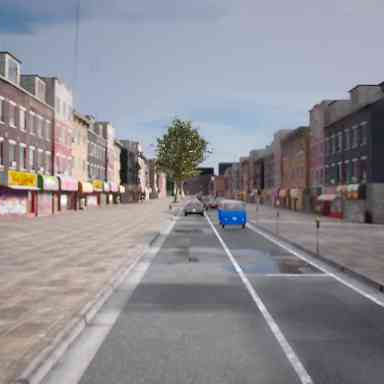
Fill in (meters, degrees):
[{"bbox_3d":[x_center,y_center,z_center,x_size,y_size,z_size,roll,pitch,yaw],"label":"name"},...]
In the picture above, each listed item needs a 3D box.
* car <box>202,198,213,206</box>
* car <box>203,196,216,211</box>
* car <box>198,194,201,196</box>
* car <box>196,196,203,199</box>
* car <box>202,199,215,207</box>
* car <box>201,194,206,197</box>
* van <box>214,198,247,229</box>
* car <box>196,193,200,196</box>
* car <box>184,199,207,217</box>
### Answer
[{"bbox_3d":[2.809,1.802,61.862,1.752,1.417,4.829,1,0,0],"label":"car"},{"bbox_3d":[2.765,1.678,45.069,1.967,1.590,4.097,1,0,0],"label":"car"},{"bbox_3d":[2.853,1.850,78.317,2.008,1.369,4.403,1,0,0],"label":"car"},{"bbox_3d":[0.202,1.713,44.341,1.882,1.535,5.008,0,0,1],"label":"car"},{"bbox_3d":[2.793,1.830,56.151,1.947,1.339,4.313,1,0,0],"label":"car"},{"bbox_3d":[2.781,1.567,50.610,2.192,1.841,5.009,1,0,0],"label":"car"},{"bbox_3d":[2.705,1.491,22.902,1.690,1.788,3.998,0,0,0],"label":"van"},{"bbox_3d":[2.885,1.622,89.399,2.192,1.841,5.009,1,0,0],"label":"car"},{"bbox_3d":[0.193,1.766,34.416,1.994,1.385,4.181,0,0,0],"label":"car"}]
